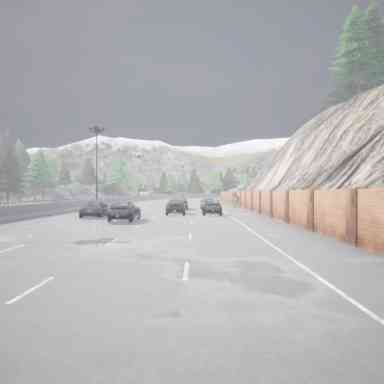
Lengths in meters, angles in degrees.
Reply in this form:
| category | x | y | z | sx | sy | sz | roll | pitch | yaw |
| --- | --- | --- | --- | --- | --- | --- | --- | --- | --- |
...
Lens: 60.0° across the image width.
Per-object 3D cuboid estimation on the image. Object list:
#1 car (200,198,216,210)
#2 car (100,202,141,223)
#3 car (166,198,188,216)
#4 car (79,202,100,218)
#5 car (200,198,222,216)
| category | x | y | z | sx | sy | sz | roll | pitch | yaw |
| --- | --- | --- | --- | --- | --- | --- | --- | --- | --- |
| car | 2.036 | 1.525 | 43.195 | 1.812 | 1.442 | 4.674 | 0 | 0 | 1 |
| car | -5.147 | 1.490 | 25.593 | 2.128 | 1.511 | 4.902 | 0 | 0 | 1 |
| car | -1.570 | 1.505 | 32.936 | 1.837 | 1.490 | 4.892 | 0 | 0 | 0 |
| car | -8.600 | 1.563 | 29.919 | 1.994 | 1.385 | 4.181 | 0 | 0 | 1 |
| car | 1.929 | 1.491 | 32.745 | 2.128 | 1.511 | 4.902 | 0 | 0 | 1 |
